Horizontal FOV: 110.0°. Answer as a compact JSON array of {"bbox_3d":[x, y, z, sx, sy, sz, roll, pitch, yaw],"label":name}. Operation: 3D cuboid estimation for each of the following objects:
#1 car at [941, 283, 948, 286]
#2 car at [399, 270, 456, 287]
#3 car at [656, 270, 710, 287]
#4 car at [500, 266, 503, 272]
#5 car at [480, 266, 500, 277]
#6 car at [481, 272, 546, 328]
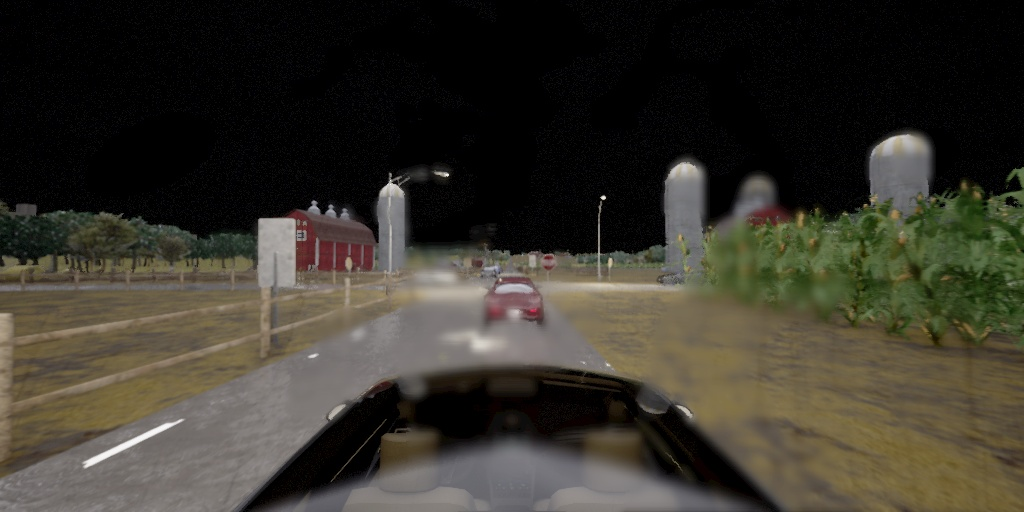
[{"bbox_3d":[37.975,2.148,30.627,5.357,1.411,2.033,1,0,0],"label":"car"},{"bbox_3d":[-7.070,1.812,29.804,4.718,1.301,1.895,0,0,26],"label":"car"},{"bbox_3d":[14.620,1.875,30.700,4.181,1.385,1.994,0,0,0],"label":"car"},{"bbox_3d":[-2.897,2.410,60.342,1.812,1.442,4.674,0,-2,0],"label":"car"},{"bbox_3d":[-2.901,2.078,45.309,1.812,1.442,4.674,0,-1,0],"label":"car"},{"bbox_3d":[0.083,1.424,11.946,1.812,1.442,4.674,0,-1,0],"label":"car"}]
